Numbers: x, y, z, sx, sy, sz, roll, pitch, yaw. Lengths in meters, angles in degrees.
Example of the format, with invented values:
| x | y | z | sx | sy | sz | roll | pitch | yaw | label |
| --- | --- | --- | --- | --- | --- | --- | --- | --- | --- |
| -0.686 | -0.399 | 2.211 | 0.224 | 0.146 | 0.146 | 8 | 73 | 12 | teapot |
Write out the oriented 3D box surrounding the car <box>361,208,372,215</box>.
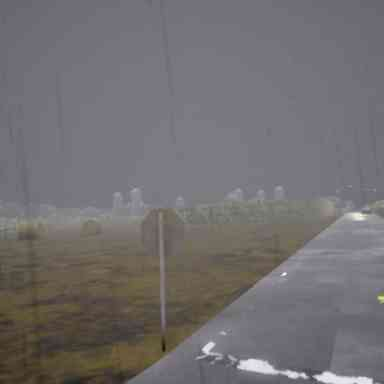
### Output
| x | y | z | sx | sy | sz | roll | pitch | yaw | label |
| --- | --- | --- | --- | --- | --- | --- | --- | --- | --- |
| 38.515 | 4.258 | 73.409 | 1.882 | 1.535 | 5.008 | -4 | -4 | 26 | car |

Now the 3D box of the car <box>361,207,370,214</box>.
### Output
| x | y | z | sx | sy | sz | roll | pitch | yaw | label |
| --- | --- | --- | --- | --- | --- | --- | --- | --- | --- |
| 43.148 | 4.599 | 82.740 | 1.812 | 1.442 | 4.674 | -4 | -4 | 26 | car |
